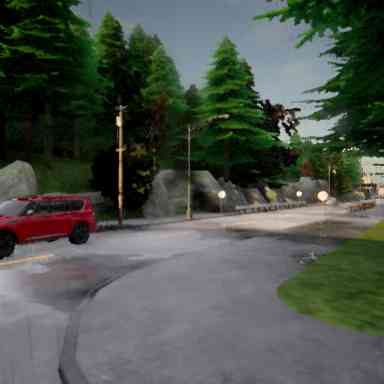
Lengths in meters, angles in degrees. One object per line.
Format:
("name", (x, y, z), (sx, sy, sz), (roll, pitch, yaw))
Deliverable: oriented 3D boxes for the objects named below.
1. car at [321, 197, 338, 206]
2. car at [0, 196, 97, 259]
("car", (22.628, 1.552, 54.577), (1.812, 1.442, 4.674), (0, 0, 36))
("car", (-6.279, 1.186, 13.013), (2.150, 2.045, 5.566), (0, 0, 30))
